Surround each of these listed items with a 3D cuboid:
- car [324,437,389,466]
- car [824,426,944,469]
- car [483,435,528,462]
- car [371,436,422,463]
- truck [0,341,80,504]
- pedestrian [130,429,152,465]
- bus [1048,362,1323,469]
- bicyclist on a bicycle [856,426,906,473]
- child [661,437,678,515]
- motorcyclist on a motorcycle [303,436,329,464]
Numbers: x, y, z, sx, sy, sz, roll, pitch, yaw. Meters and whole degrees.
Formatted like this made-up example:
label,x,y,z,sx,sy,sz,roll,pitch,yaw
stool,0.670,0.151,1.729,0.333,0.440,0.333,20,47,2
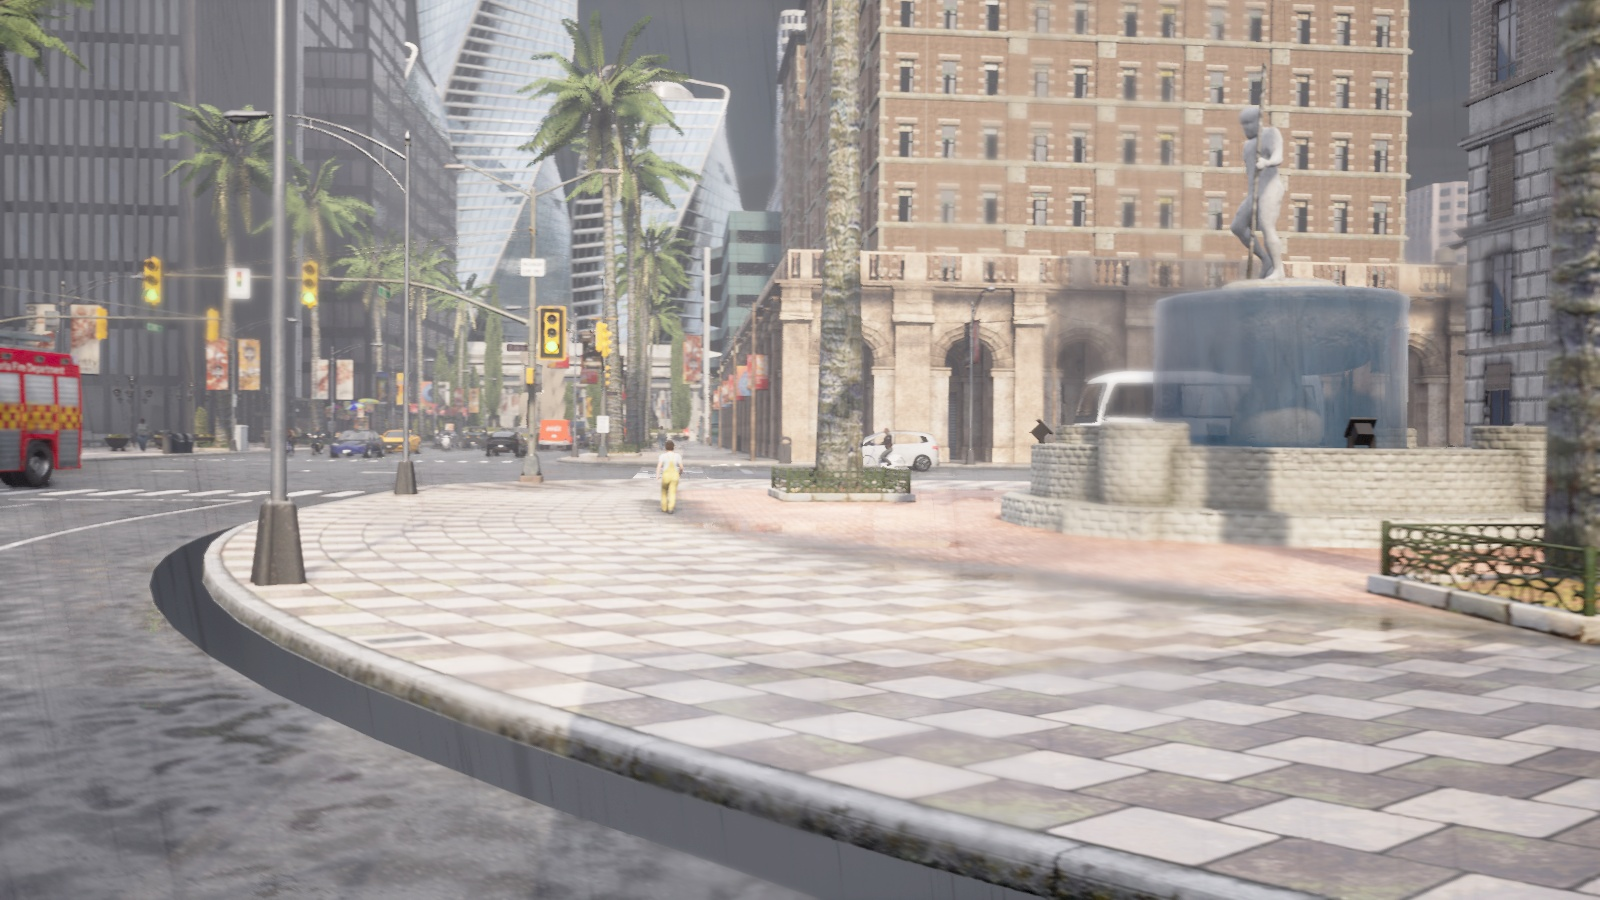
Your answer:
label,x,y,z,sx,sy,sz,roll,pitch,yaw
car,-23.887,0.072,67.807,2.163,1.488,4.792,-1,1,-5
car,3.388,-0.106,51.532,4.611,1.667,2.242,-1,1,-5
car,-17.495,-0.092,74.745,1.882,1.535,5.008,-1,1,-5
car,-24.744,-0.062,77.193,1.882,1.535,5.008,-1,1,-5
truck,-20.329,-0.623,28.422,2.891,3.827,8.468,0,1,2
pedestrian,-35.053,-0.164,66.802,0.874,1.855,0.900,-1,1,-17
bus,16.029,-1.448,52.708,10.273,4.253,3.944,-1,1,-5
bicyclist on a bicycle,3.088,-0.032,47.991,1.843,1.776,0.659,0,1,-5
child,-2.152,0.424,20.675,0.270,1.263,0.437,-1,1,-6
motorcyclist on a motorcycle,-27.798,0.004,72.147,0.866,1.590,1.817,-1,1,-5
